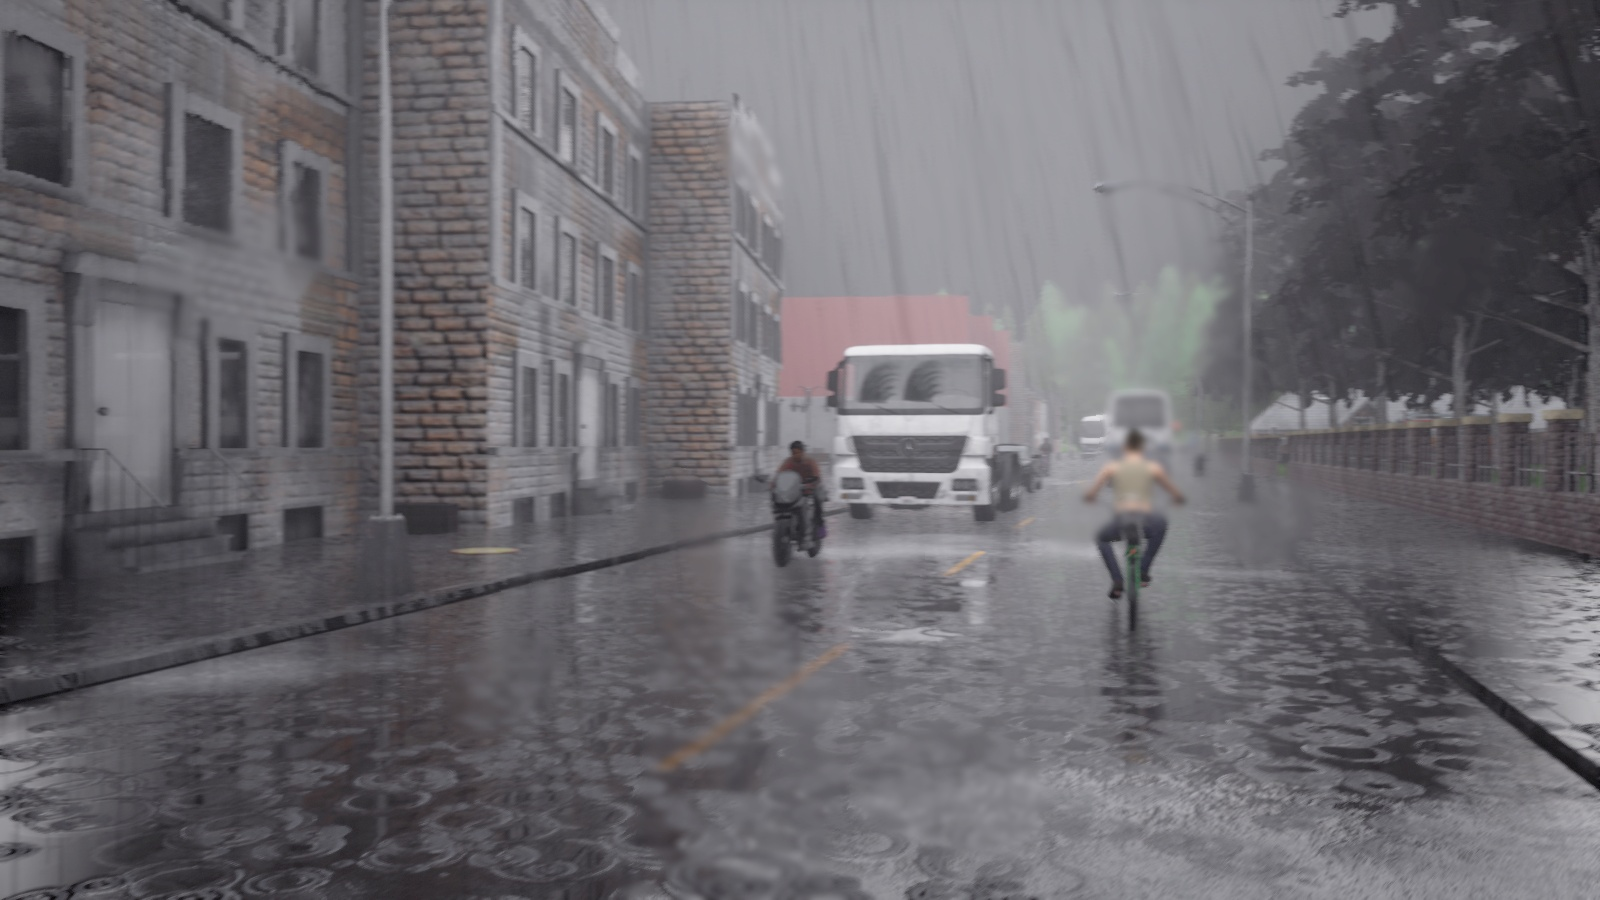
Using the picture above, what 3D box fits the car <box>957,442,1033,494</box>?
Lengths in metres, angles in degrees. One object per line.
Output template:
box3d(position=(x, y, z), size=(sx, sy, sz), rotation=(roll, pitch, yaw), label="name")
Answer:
box3d(position=(6.249, 0.529, 39.775), size=(1.882, 1.535, 5.008), rotation=(0, 0, 15), label="car")

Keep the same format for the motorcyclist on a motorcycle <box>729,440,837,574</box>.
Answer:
box3d(position=(-0.168, 0.641, 15.314), size=(0.797, 1.523, 2.044), rotation=(0, 0, 15), label="motorcyclist on a motorcycle")

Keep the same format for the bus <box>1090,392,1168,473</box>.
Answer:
box3d(position=(18.664, -0.944, 71.128), size=(3.944, 4.253, 10.273), rotation=(0, 0, 15), label="bus")

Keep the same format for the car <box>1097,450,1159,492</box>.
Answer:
box3d(position=(10.954, 0.661, 41.945), size=(1.895, 1.301, 4.718), rotation=(0, 0, 15), label="car")

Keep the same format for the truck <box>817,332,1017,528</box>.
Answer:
box3d(position=(2.732, -0.371, 26.347), size=(2.891, 3.462, 7.936), rotation=(0, 0, 15), label="truck")

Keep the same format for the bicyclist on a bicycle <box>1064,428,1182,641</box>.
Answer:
box3d(position=(2.669, 0.636, 10.368), size=(0.866, 1.612, 1.509), rotation=(0, 0, 15), label="bicyclist on a bicycle")
